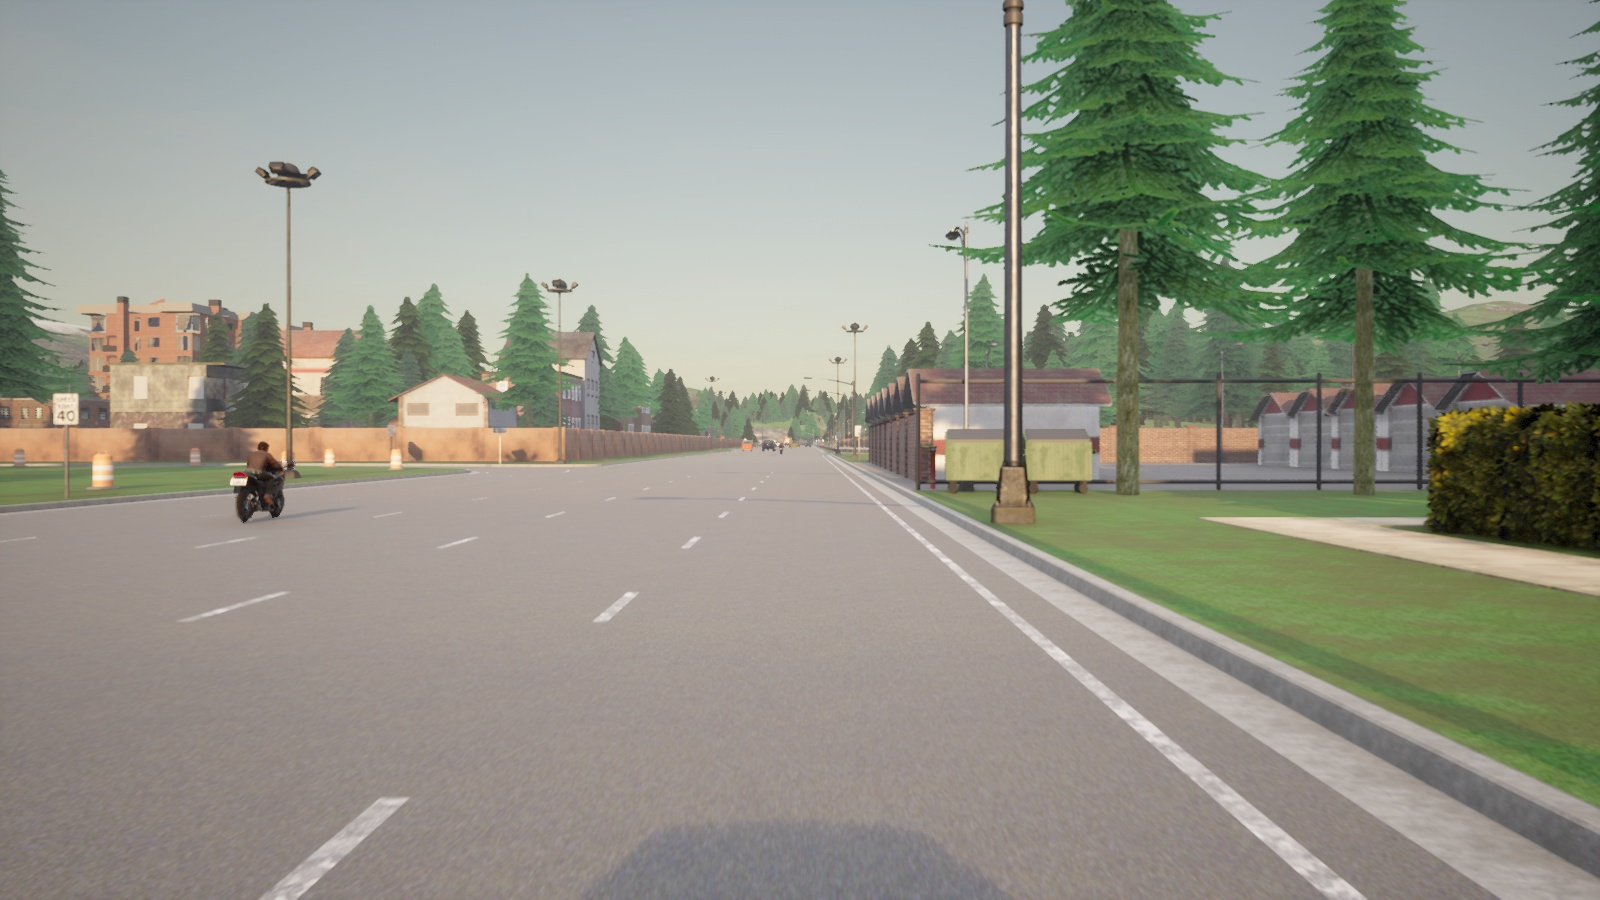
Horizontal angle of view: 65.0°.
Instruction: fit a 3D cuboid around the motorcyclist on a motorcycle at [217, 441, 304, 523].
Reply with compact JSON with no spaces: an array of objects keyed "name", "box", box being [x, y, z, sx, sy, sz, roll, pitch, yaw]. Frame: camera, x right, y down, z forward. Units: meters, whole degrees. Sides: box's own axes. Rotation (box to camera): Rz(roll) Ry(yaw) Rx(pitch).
[{"name":"motorcyclist on a motorcycle","box":[-10.348,0.584,24.176,0.797,1.523,2.044,0,0,0]}]
